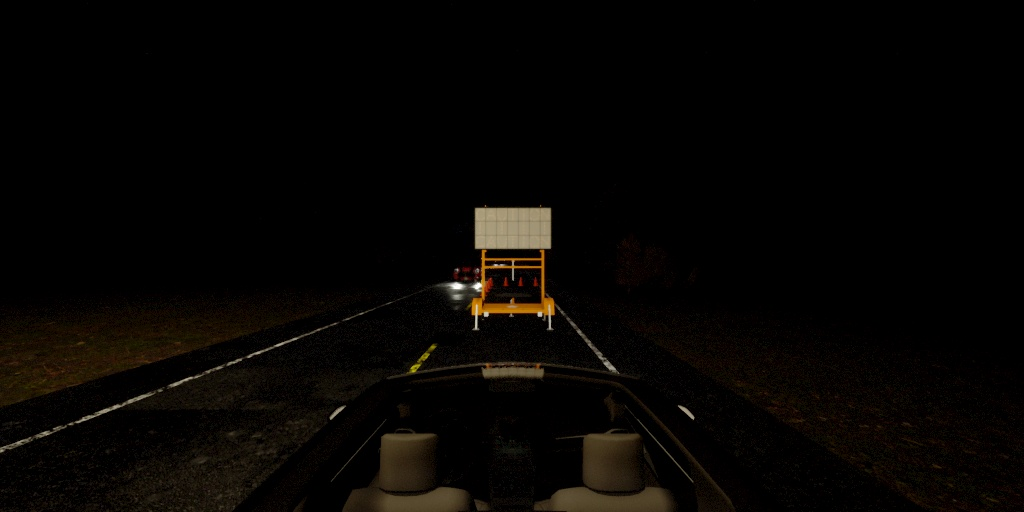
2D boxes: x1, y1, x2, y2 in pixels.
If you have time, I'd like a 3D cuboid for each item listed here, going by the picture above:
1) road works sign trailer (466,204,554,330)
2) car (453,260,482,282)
[{"bbox_3d":[0.034,0.215,11.107,2.380,3.560,2.880,0,0,0],"label":"road works sign trailer"},{"bbox_3d":[-3.400,1.110,28.854,2.097,1.767,4.553,0,0,0],"label":"car"}]
